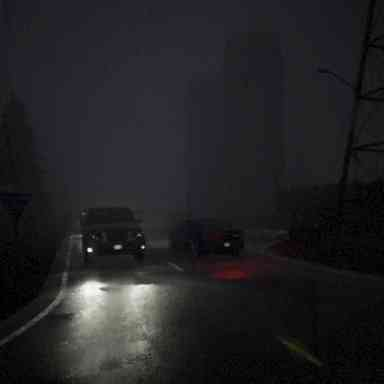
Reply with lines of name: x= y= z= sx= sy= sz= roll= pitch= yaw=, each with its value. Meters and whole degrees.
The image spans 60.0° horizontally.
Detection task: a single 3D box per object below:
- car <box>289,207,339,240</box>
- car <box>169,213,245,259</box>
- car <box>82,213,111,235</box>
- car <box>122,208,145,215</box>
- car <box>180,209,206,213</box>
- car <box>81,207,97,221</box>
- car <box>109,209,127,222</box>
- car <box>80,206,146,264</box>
car: x=7.306 y=1.836 z=19.704 sx=1.905 sy=1.878 sz=3.866 roll=-2 pitch=-3 yaw=40
car: x=0.441 y=1.860 z=14.438 sx=1.882 sy=1.535 sz=5.008 roll=0 pitch=-2 yaw=-20
car: x=-7.667 y=2.466 z=26.379 sx=1.994 sy=1.385 sz=4.181 roll=0 pitch=-2 yaw=-19
car: x=-11.549 y=3.885 z=65.898 sx=4.181 sy=1.381 sz=1.994 roll=0 pitch=-2 yaw=-20
car: x=-0.384 y=2.590 z=34.858 sx=3.988 sy=1.617 sz=1.851 roll=0 pitch=-2 yaw=-20
car: x=-14.507 y=3.048 z=46.583 sx=2.097 sy=1.767 sz=4.553 roll=0 pitch=-2 yaw=-19
car: x=-9.707 y=3.056 z=43.556 sx=1.812 sy=1.442 sz=4.674 roll=0 pitch=-2 yaw=-18
car: x=-3.439 y=1.641 z=14.050 sx=2.150 sy=2.045 sz=5.566 roll=0 pitch=-2 yaw=-19
